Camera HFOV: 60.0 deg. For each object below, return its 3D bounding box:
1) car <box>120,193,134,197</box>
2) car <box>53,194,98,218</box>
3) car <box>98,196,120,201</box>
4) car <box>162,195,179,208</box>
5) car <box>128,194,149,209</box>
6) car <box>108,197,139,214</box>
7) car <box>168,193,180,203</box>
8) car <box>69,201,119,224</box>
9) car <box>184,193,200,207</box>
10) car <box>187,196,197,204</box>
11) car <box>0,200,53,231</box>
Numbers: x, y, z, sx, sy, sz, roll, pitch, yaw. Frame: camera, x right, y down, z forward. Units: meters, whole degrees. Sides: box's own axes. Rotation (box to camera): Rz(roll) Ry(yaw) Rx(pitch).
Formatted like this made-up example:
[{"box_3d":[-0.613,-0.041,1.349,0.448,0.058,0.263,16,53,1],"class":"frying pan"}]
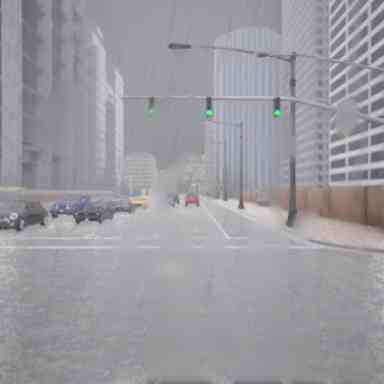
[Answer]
[{"box_3d":[-10.478,1.301,50.238,2.097,1.767,4.553,0,0,0],"class":"car"},{"box_3d":[-10.566,1.191,29.756,2.150,2.045,5.566,0,0,0],"class":"car"},{"box_3d":[-10.539,1.507,40.008,2.033,1.411,5.357,0,0,0],"class":"car"},{"box_3d":[-3.368,1.498,48.206,2.033,1.411,5.357,0,0,-1],"class":"car"},{"box_3d":[-7.000,1.432,45.053,1.882,1.535,5.008,0,0,0],"class":"car"},{"box_3d":[-7.077,1.529,34.603,1.994,1.385,4.181,0,0,0],"class":"car"},{"box_3d":[-3.472,1.158,62.296,2.150,2.045,5.566,0,0,0],"class":"car"},{"box_3d":[-7.088,1.576,24.600,1.895,1.301,4.718,0,0,0],"class":"car"},{"box_3d":[0.023,1.169,51.222,2.150,2.045,5.566,0,0,0],"class":"car"},{"box_3d":[0.028,1.462,61.893,1.812,1.442,4.674,0,0,0],"class":"car"},{"box_3d":[-10.590,1.332,20.172,2.097,1.767,4.553,0,0,0],"class":"car"}]
